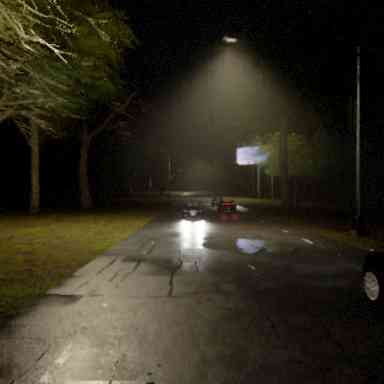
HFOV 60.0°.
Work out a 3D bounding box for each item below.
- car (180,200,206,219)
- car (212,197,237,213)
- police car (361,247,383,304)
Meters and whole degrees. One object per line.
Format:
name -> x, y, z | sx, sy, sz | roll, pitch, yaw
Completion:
car -> 0.099, 1.435, 28.072 | 2.128, 1.511, 4.902 | 0, 0, 0
car -> 3.713, 1.414, 36.102 | 2.128, 1.511, 4.902 | 0, 0, 0
police car -> 4.561, 1.450, 5.279 | 1.930, 1.638, 5.238 | 0, 0, 0
